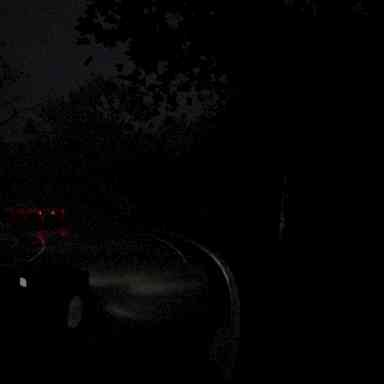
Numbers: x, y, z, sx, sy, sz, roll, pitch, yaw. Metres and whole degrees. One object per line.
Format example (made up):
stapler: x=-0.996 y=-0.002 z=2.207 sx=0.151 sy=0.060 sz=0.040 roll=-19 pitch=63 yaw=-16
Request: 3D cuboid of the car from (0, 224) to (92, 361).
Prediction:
car: x=-3.286 y=1.476 z=4.020 sx=1.882 sy=1.535 sz=5.008 roll=1 pitch=0 yaw=21

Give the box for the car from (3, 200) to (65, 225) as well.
car: x=-10.653 y=1.343 z=22.336 sx=4.553 sy=1.767 sz=2.097 roll=0 pitch=0 yaw=33
